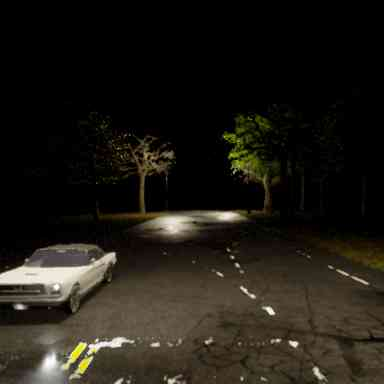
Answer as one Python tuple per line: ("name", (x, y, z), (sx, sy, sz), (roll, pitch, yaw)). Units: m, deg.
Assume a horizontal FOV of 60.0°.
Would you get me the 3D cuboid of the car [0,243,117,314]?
("car", (-3.505, 2.147, 9.040), (1.895, 1.301, 4.718), (-1, -2, 1))
